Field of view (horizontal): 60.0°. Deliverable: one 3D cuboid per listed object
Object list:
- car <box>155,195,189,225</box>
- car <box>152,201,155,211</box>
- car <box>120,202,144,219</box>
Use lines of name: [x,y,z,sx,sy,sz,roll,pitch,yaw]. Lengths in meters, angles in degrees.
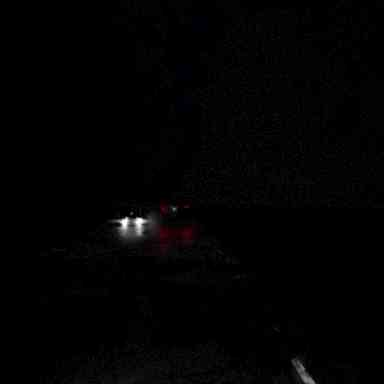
car: [-1.450,1.241,24.659,2.150,2.045,5.566,0,0,-6]
car: [-4.031,1.584,42.781,1.882,1.535,5.008,0,0,-10]
car: [-5.248,1.608,29.538,1.994,1.385,4.181,0,0,-7]
